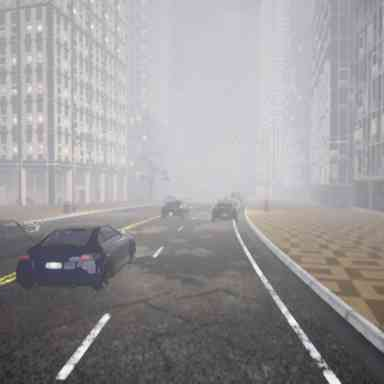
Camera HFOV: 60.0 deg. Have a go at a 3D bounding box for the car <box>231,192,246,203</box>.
[{"bbox_3d":[7.820,1.023,58.395,2.150,2.045,5.566,0,0,13],"label":"car"}]

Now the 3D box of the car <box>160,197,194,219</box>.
[{"bbox_3d":[-1.294,1.396,27.507,1.837,1.490,4.892,0,0,7],"label":"car"}]

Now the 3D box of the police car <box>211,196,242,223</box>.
[{"bbox_3d":[2.468,1.340,24.833,1.930,1.638,5.238,0,0,7],"label":"police car"}]

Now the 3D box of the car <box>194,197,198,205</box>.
[{"bbox_3d":[-0.470,1.386,51.849,1.895,1.301,4.718,0,0,13],"label":"car"}]

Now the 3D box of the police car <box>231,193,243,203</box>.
[{"bbox_3d":[4.773,1.291,40.265,1.930,1.638,5.238,0,0,10],"label":"police car"}]

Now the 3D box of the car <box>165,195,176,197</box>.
[{"bbox_3d":[-3.577,1.266,52.863,1.837,1.490,4.892,0,1,13],"label":"car"}]

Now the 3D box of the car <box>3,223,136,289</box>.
[{"bbox_3d":[-2.849,1.524,9.064,1.994,1.385,4.181,0,0,2],"label":"car"}]

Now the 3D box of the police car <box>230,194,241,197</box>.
[{"bbox_3d":[3.786,1.309,34.496,1.930,1.638,5.238,0,0,9],"label":"police car"}]

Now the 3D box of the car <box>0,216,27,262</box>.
[{"bbox_3d":[-6.302,1.497,9.832,2.033,1.411,5.357,0,0,3],"label":"car"}]
